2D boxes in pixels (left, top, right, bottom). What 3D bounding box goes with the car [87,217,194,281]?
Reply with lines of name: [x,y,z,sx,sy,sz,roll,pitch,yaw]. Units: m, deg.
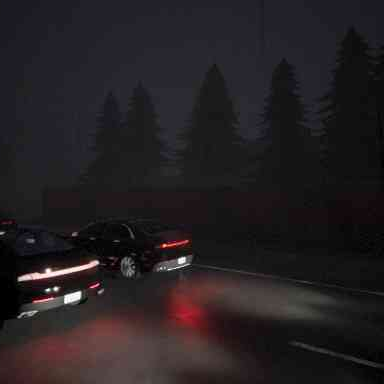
car: [-2.226,1.505,9.908,4.892,1.490,1.837,0,0,36]

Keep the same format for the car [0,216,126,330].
car: [-3.899,1.492,6.799,4.902,1.511,2.128,0,0,36]

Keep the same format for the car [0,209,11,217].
car: [-9.971,1.505,15.473,4.892,1.490,1.837,0,0,36]
